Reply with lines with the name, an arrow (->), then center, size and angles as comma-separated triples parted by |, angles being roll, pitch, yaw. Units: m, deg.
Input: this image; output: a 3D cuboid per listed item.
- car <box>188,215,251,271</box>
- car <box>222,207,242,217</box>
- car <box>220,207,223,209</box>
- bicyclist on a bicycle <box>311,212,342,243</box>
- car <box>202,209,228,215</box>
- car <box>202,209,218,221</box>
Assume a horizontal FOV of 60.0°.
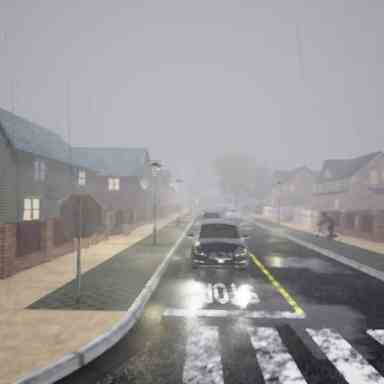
car -> 0.969, 1.850, 12.374 | 1.837, 1.490, 4.892 | 0, -1, 2
car -> 5.080, 2.749, 40.624 | 1.812, 1.442, 4.674 | 0, -2, 2
car -> 5.746, 3.222, 56.868 | 1.812, 1.442, 4.674 | 0, -2, 3
bicyclist on a bicycle -> 7.039, 1.855, 17.413 | 1.656, 1.620, 0.582 | 0, -2, 2
car -> 1.505, 2.269, 25.356 | 1.812, 1.442, 4.674 | 0, -1, 2
car -> 2.211, 2.823, 41.463 | 1.895, 1.301, 4.718 | 0, -2, 3
